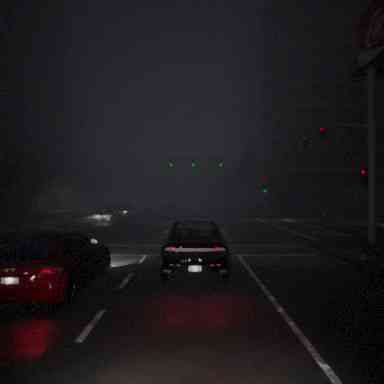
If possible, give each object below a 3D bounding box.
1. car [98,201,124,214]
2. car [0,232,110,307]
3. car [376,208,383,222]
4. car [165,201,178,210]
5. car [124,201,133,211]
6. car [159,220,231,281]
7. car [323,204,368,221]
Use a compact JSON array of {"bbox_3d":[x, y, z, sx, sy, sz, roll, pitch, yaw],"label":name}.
[{"bbox_3d":[-10.580,2.010,42.379,2.128,1.511,4.902,0,-1,0],"label":"car"},{"bbox_3d":[-3.423,1.667,8.296,1.994,1.385,4.181,0,-1,0],"label":"car"},{"bbox_3d":[17.710,1.689,27.544,4.553,1.767,2.097,0,-1,0],"label":"car"},{"bbox_3d":[-3.412,2.230,54.666,1.994,1.385,4.181,0,-1,0],"label":"car"},{"bbox_3d":[-10.564,2.185,52.121,2.033,1.411,5.357,0,-1,0],"label":"car"},{"bbox_3d":[0.082,1.618,10.239,2.128,1.511,4.902,0,-1,0],"label":"car"},{"bbox_3d":[14.813,1.871,31.030,4.902,1.511,2.128,0,-1,0],"label":"car"}]
